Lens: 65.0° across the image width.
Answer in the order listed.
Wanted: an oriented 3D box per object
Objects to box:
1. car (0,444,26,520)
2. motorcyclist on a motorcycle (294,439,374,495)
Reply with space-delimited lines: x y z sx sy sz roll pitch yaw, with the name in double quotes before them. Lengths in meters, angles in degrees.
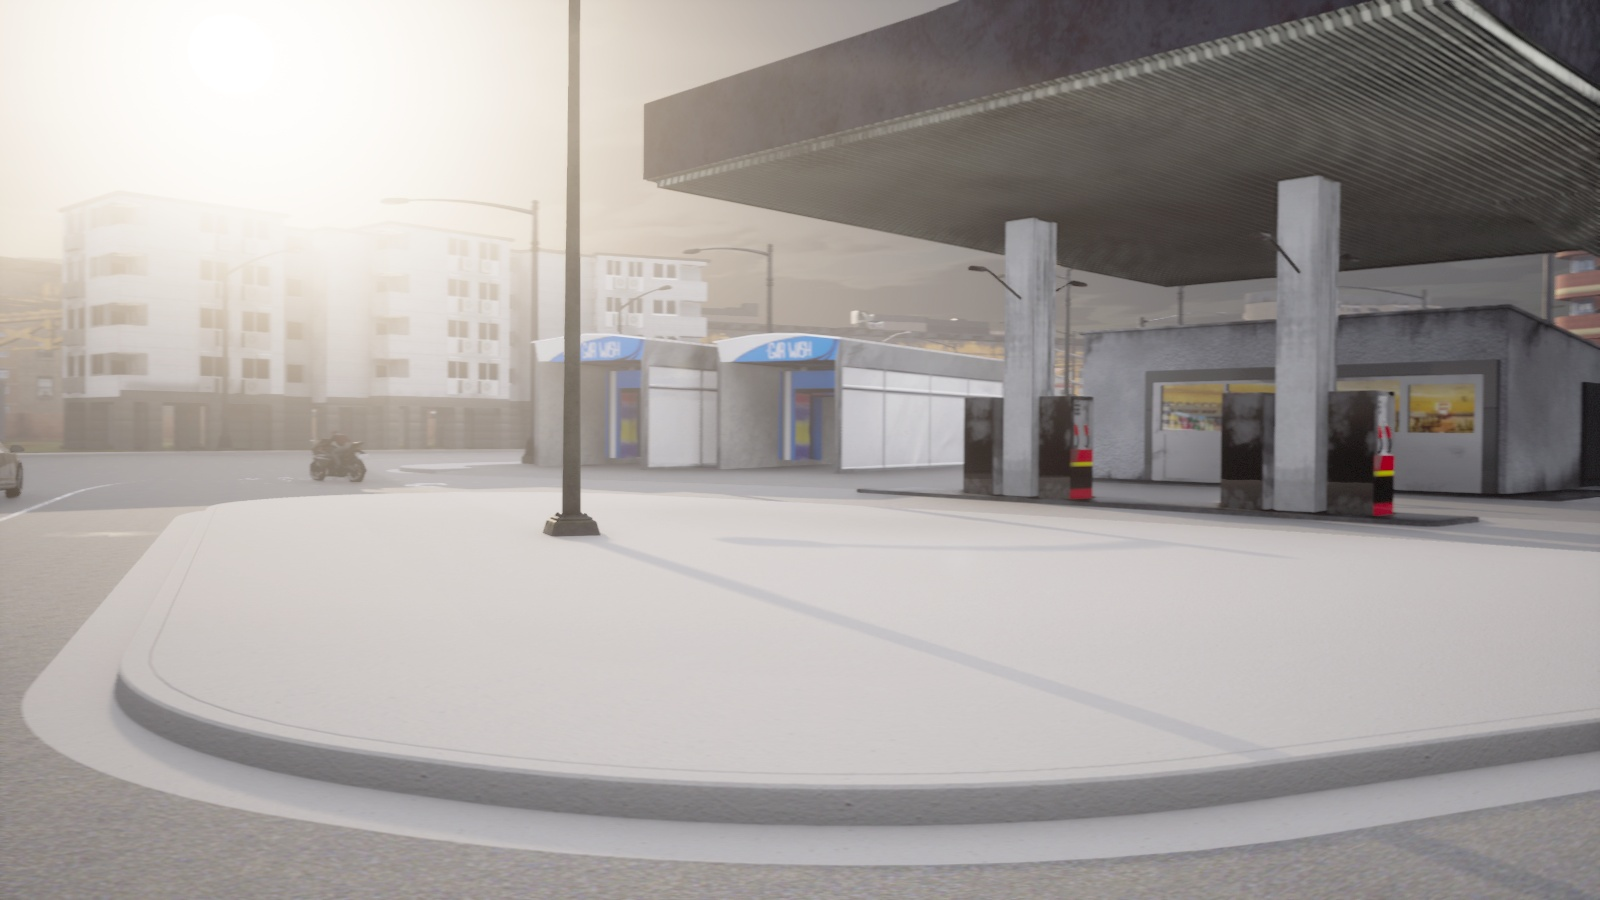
"car" -16.815 0.643 24.872 1.837 1.490 4.892 -1 1 -24
"motorcyclist on a motorcycle" -13.141 0.467 35.413 2.191 1.530 0.866 0 1 29
